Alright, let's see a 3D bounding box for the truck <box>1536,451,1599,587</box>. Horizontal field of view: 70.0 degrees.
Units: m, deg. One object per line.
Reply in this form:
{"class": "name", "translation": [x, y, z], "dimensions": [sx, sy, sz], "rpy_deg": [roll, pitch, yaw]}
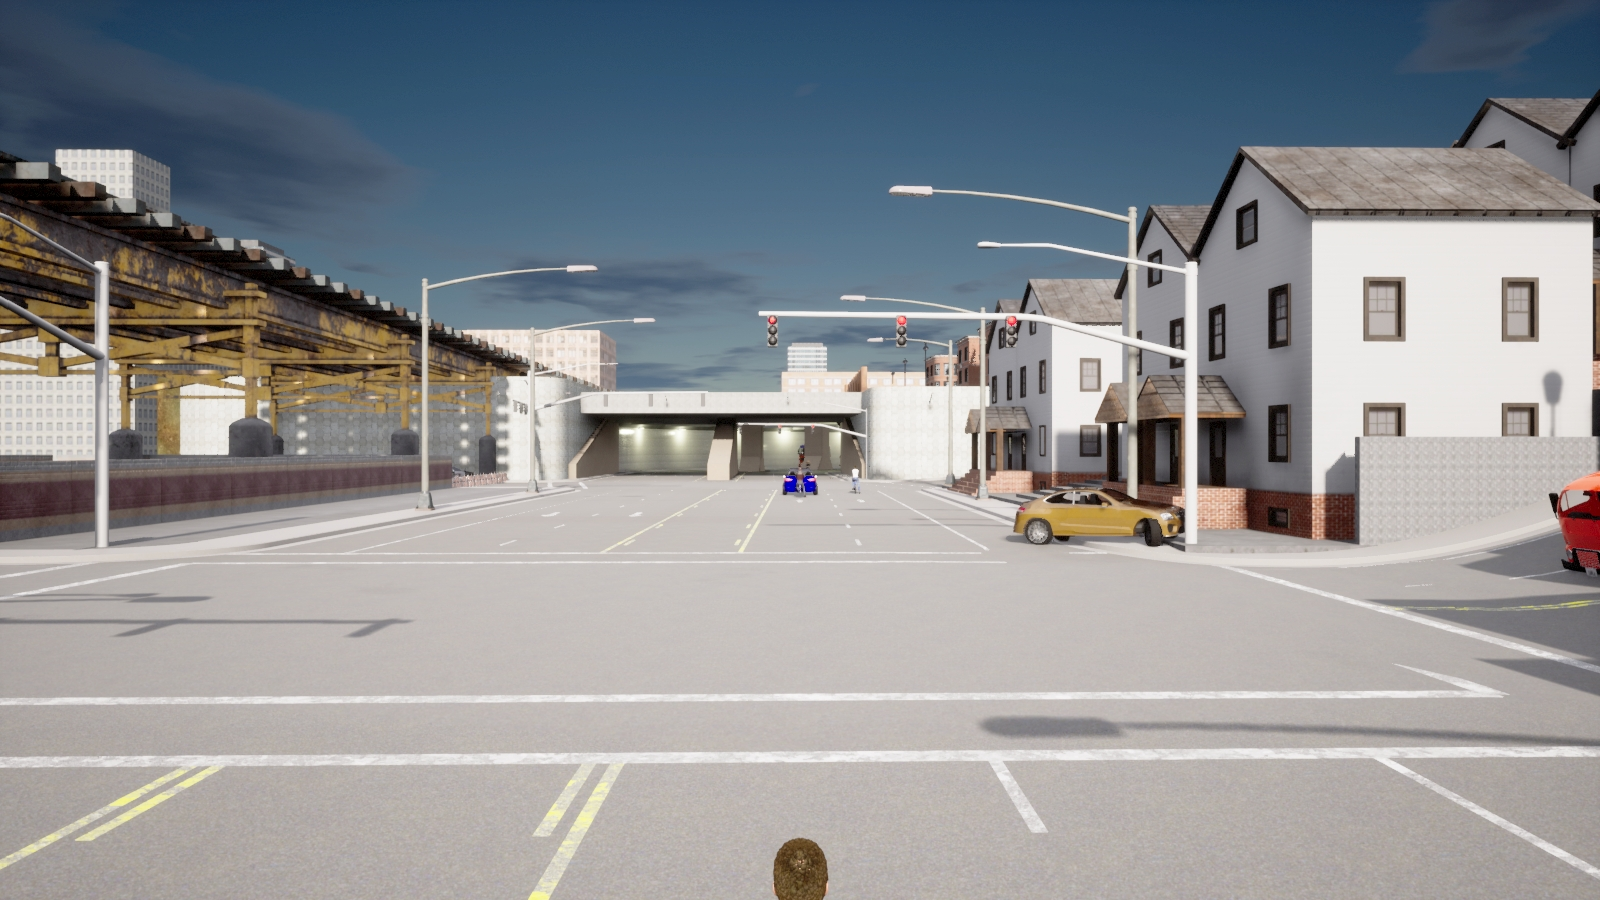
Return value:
{"class": "truck", "translation": [18.366, 0.881, 22.796], "dimensions": [5.204, 2.467, 2.627], "rpy_deg": [-16, 0, -1]}

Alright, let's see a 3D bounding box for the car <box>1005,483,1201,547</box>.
{"class": "car", "translation": [8.815, 1.905, 33.460], "dimensions": [5.027, 1.651, 2.152], "rpy_deg": [-3, 0, 36]}

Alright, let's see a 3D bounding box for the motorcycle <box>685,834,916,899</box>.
{"class": "motorcycle", "translation": [0.002, 2.172, 3.626], "dimensions": [0.803, 1.224, 2.033], "rpy_deg": [0, 0, 0]}

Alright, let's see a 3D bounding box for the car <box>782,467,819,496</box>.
{"class": "car", "translation": [0.007, 1.942, 71.643], "dimensions": [2.242, 1.667, 4.611], "rpy_deg": [0, 0, 0]}

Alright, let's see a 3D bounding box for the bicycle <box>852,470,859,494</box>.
{"class": "bicycle", "translation": [3.507, 2.018, 72.556], "dimensions": [0.373, 1.521, 1.643], "rpy_deg": [0, 0, 0]}
